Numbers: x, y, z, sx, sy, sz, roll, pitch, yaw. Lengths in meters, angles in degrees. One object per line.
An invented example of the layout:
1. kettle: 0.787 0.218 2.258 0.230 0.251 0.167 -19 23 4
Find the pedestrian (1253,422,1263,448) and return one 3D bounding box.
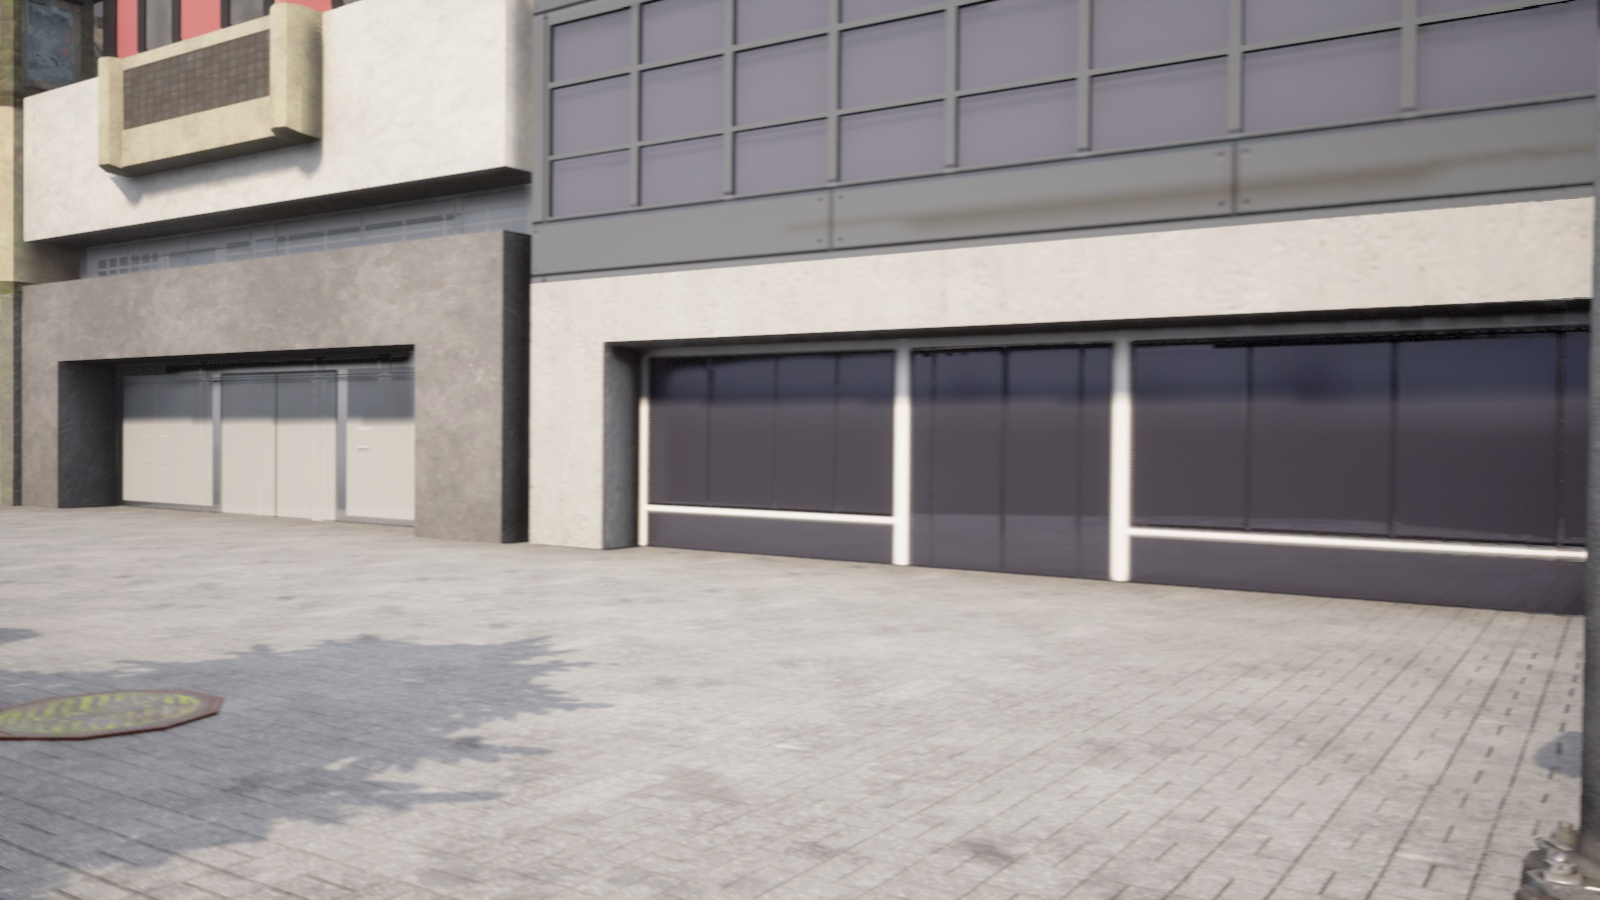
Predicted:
1. pedestrian: 33.445 -1.099 91.706 0.594 1.836 0.345 0 1 33
